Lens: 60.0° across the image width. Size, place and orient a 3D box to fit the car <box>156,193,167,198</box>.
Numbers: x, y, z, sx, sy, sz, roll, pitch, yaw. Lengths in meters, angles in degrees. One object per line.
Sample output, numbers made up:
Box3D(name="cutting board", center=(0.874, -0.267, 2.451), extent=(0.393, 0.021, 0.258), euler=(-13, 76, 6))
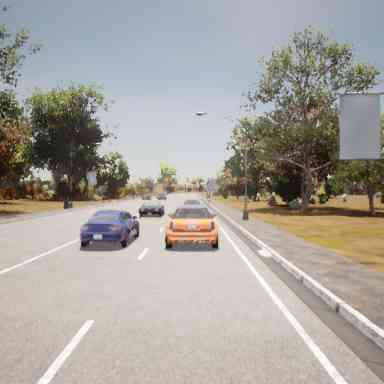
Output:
Box3D(name="car", center=(-7.000, 0.938, 76.700), extent=(2.097, 1.767, 4.553), euler=(0, 0, 0))

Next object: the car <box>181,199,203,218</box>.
Box3D(name="car", center=(0.000, 1.405, 29.674), extent=(1.837, 1.490, 4.892), euler=(0, 0, 0))

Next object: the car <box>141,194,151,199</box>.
Box3D(name="car", center=(-10.500, 1.108, 76.671), extent=(2.128, 1.511, 4.902), euler=(0, 0, 0))

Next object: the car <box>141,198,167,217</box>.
Box3D(name="car", center=(-3.500, 1.505, 29.704), extent=(1.895, 1.301, 4.718), euler=(0, 0, 0))

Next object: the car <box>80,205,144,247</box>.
Box3D(name="car", center=(-3.500, 1.497, 14.675), extent=(1.812, 1.442, 4.674), euler=(0, 0, 0))

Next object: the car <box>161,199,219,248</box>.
Box3D(name="car", center=(0.000, 1.330, 14.645), extent=(2.097, 1.767, 4.553), euler=(0, 0, 0))
